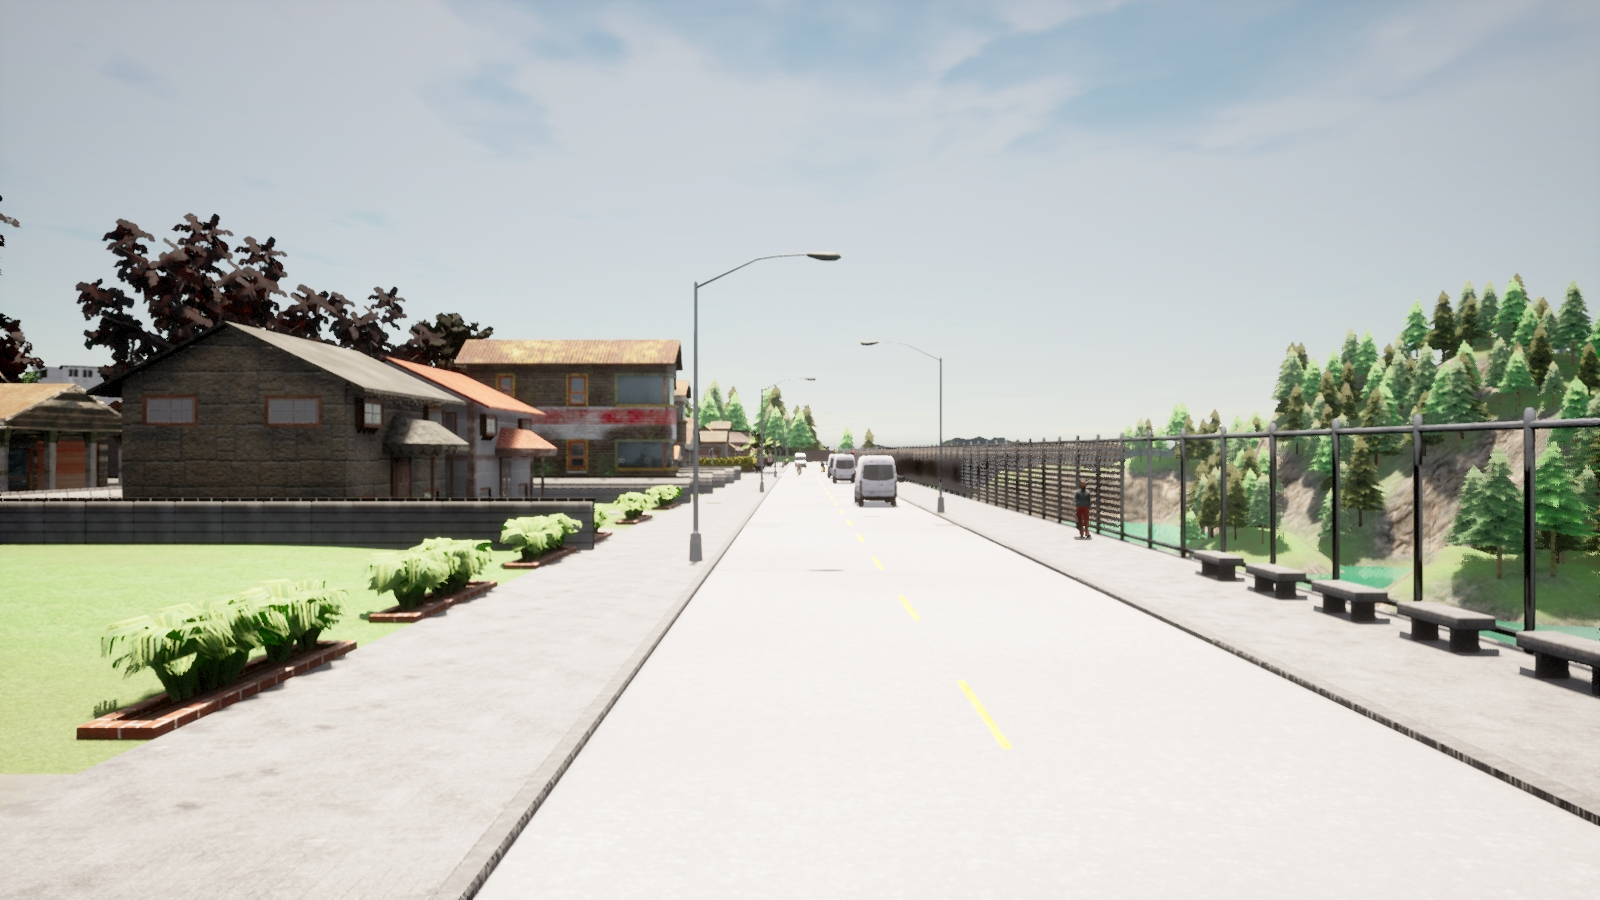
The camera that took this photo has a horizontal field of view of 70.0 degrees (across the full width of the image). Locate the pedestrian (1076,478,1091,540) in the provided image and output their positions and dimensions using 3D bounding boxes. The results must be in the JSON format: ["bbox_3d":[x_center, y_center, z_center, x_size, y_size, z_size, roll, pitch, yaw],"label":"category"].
[{"bbox_3d":[8.693,1.804,35.049,0.375,1.860,0.375,0,0,5],"label":"pedestrian"}]

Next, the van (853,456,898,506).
[{"bbox_3d":[3.980,1.634,61.104,1.988,2.561,5.915,0,-1,0],"label":"van"}]
